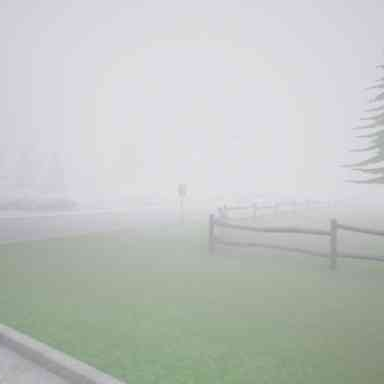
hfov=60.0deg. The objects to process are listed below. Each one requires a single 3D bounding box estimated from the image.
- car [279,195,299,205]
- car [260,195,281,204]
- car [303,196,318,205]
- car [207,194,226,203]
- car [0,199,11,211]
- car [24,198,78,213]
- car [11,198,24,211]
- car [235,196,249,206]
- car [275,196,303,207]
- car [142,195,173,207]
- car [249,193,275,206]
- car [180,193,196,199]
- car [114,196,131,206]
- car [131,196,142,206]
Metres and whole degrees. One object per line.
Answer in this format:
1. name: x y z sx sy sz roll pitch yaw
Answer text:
1. car: 17.559 1.393 60.124 1.882 1.535 5.008 0 0 36
2. car: 14.738 1.379 62.196 1.882 1.535 5.008 0 0 36
3. car: 20.379 1.477 58.052 2.033 1.411 5.357 0 0 36
4. car: 4.582 1.175 61.869 1.837 1.490 4.892 0 0 36
5. car: -20.198 1.391 38.834 2.033 1.411 5.357 0 0 35
6. car: -14.375 1.363 34.946 2.128 1.511 4.902 0 0 35
7. car: -17.208 1.421 37.001 1.994 1.385 4.181 0 0 35
8. car: 8.784 1.393 53.875 2.128 1.511 4.902 0 0 36
9. car: 14.585 1.494 49.950 1.994 1.385 4.181 0 0 36
10. car: -4.677 1.396 48.874 1.812 1.442 4.674 0 0 35
11. car: 11.462 1.137 51.597 2.150 2.045 5.566 0 0 38
12. car: -1.083 0.934 65.979 1.882 1.535 5.008 0 0 36
13. car: -10.215 1.348 53.157 1.837 1.490 4.892 0 0 35
14. car: -6.785 1.208 51.959 2.097 1.767 4.553 0 0 35
